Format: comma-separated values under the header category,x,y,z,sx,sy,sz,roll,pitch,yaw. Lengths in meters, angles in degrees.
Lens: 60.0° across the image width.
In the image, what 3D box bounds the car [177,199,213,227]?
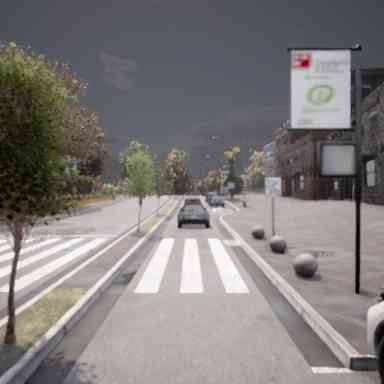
category,x,y,z,sx,sy,sz,roll,pitch,yaw
car,0.094,1.404,21.549,1.994,1.385,4.181,0,0,0

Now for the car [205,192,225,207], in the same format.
category,x,y,z,sx,sy,sz,roll,pitch,yaw
car,2.914,1.042,40.225,2.033,1.411,5.357,0,2,0

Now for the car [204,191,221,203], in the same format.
category,x,y,z,sx,sy,sz,roll,pitch,yaw
car,2.914,0.704,48.168,2.128,1.511,4.902,0,2,0

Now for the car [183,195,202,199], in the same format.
category,x,y,z,sx,sy,sz,roll,pitch,yaw
car,0.090,1.079,38.033,1.837,1.490,4.892,0,2,0

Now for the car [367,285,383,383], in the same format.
category,x,y,z,sx,sy,sz,roll,pitch,yaw
car,3.049,1.219,1.389,2.435,2.045,5.566,0,0,0
